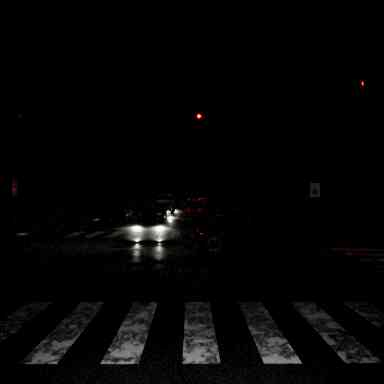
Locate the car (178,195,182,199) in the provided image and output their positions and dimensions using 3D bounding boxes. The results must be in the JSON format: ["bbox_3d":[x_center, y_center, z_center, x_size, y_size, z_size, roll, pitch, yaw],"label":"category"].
[{"bbox_3d":[-2.913,1.525,46.131,2.128,1.511,4.902,0,0,0],"label":"car"}]

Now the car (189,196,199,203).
[{"bbox_3d":[0.367,1.622,69.718,1.994,1.385,4.181,0,0,0],"label":"car"}]

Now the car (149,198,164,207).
[{"bbox_3d":[-5.561,1.622,52.501,1.802,1.307,4.206,0,0,0],"label":"car"}]

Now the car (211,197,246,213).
[{"bbox_3d":[2.857,1.326,25.193,2.192,1.841,5.009,0,0,0],"label":"car"}]

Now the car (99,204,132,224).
[{"bbox_3d":[-5.668,1.576,25.217,1.947,1.339,4.313,0,0,0],"label":"car"}]

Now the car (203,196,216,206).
[{"bbox_3d":[2.985,1.487,57.931,1.967,1.590,4.097,0,0,0],"label":"car"}]

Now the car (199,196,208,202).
[{"bbox_3d":[2.647,1.573,75.849,1.837,1.490,4.892,0,0,0],"label":"car"}]

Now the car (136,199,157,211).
[{"bbox_3d":[-5.604,1.579,41.587,2.008,1.369,4.403,0,0,0],"label":"car"}]

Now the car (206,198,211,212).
[{"bbox_3d":[2.900,1.588,36.105,1.947,1.339,4.313,0,0,0],"label":"car"}]

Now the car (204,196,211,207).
[{"bbox_3d":[2.921,1.579,41.561,2.008,1.369,4.403,0,0,0],"label":"car"}]

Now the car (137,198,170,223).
[{"bbox_3d":[-3.004,1.489,25.620,1.882,1.535,5.008,0,0,0],"label":"car"}]

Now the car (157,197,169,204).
[{"bbox_3d":[-5.519,1.635,63.416,1.802,1.307,4.206,0,0,0],"label":"car"}]

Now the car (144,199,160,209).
[{"bbox_3d":[-5.583,1.616,47.044,1.802,1.307,4.206,0,0,0],"label":"car"}]

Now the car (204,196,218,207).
[{"bbox_3d":[2.964,1.481,52.475,1.967,1.590,4.097,0,0,0],"label":"car"}]

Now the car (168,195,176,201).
[{"bbox_3d":[-5.412,1.533,90.701,1.967,1.590,4.097,0,0,0],"label":"car"}]

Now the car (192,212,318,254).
[{"bbox_3d":[2.358,1.672,13.261,4.718,1.301,1.895,1,0,0],"label":"car"}]

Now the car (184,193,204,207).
[{"bbox_3d":[0.295,1.258,50.921,2.150,2.045,5.566,0,0,0],"label":"car"}]

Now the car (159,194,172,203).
[{"bbox_3d":[-5.497,1.374,68.873,2.192,1.841,5.009,0,0,0],"label":"car"}]

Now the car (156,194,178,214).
[{"bbox_3d":[-2.963,1.243,35.687,2.150,2.045,5.566,0,0,0],"label":"car"}]

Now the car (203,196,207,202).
[{"bbox_3d":[2.942,1.585,47.018,2.008,1.369,4.403,0,0,0],"label":"car"}]
